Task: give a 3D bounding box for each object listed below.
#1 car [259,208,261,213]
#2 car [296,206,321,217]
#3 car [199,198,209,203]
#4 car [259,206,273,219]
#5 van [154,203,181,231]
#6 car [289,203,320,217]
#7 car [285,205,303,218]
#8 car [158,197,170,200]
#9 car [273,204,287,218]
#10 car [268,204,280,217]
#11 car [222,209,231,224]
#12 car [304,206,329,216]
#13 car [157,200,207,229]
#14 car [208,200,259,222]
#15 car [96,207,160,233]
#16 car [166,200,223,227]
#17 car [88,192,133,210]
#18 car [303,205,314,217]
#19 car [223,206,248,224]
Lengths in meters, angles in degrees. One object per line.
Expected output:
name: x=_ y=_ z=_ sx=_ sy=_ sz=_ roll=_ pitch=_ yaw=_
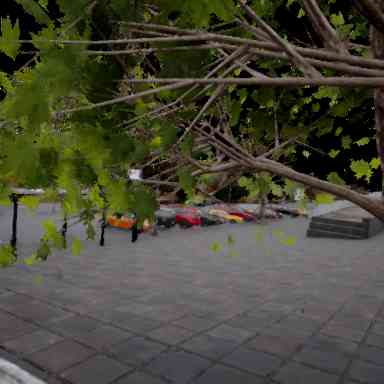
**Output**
car: x=6.889 y=3.071 z=44.983 sx=4.792 sy=1.488 sz=2.163 roll=7 pitch=2 yaw=15
car: x=24.238 y=4.036 z=69.413 sx=4.792 sy=1.488 sz=2.163 roll=7 pitch=2 yaw=15
car: x=0.291 y=2.057 z=59.577 sx=2.033 sy=1.411 sz=5.357 roll=6 pitch=2 yaw=36
car: x=8.609 y=3.128 z=47.421 sx=4.892 sy=1.521 sz=2.231 roll=7 pitch=3 yaw=15
van: x=-3.753 y=2.283 z=30.372 sx=4.442 sy=1.987 sz=1.878 roll=7 pitch=3 yaw=16
car: x=22.528 y=3.651 z=66.958 sx=5.566 sy=2.045 sz=2.435 roll=7 pitch=2 yaw=15
car: x=15.625 y=3.248 z=57.187 sx=5.566 sy=2.045 sz=2.435 roll=7 pitch=2 yaw=15
car: x=-5.650 y=1.532 z=56.398 sx=1.882 sy=1.535 sz=5.008 roll=6 pitch=2 yaw=36
car: x=12.071 y=3.177 z=52.318 sx=4.553 sy=1.767 sz=2.185 roll=7 pitch=2 yaw=15
car: x=10.389 y=3.093 z=49.852 sx=4.553 sy=1.767 sz=2.185 roll=7 pitch=2 yaw=15
car: x=1.617 y=2.820 z=37.667 sx=4.674 sy=1.452 sz=2.002 roll=6 pitch=2 yaw=16
car: x=27.745 y=4.228 z=74.298 sx=5.008 sy=1.535 sz=2.097 roll=7 pitch=2 yaw=15
car: x=-1.896 y=2.355 z=32.777 sx=5.566 sy=2.045 sz=2.435 roll=7 pitch=3 yaw=16
car: x=5.173 y=2.706 z=42.529 sx=5.566 sy=2.045 sz=2.435 roll=6 pitch=2 yaw=15
car: x=-5.469 y=2.302 z=27.936 sx=4.553 sy=1.767 sz=2.185 roll=7 pitch=2 yaw=16
car: x=-0.077 y=2.448 z=35.207 sx=5.566 sy=2.045 sz=2.435 roll=6 pitch=2 yaw=16
car: x=-10.685 y=1.183 z=44.213 sx=2.150 sy=2.045 sz=5.566 roll=6 pitch=2 yaw=35
car: x=19.229 y=3.712 z=62.034 sx=5.366 sy=1.575 sz=1.946 roll=7 pitch=2 yaw=15
car: x=3.553 y=2.884 z=40.053 sx=5.366 sy=1.575 sz=1.946 roll=6 pitch=2 yaw=16
